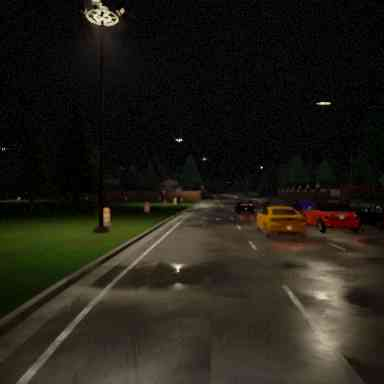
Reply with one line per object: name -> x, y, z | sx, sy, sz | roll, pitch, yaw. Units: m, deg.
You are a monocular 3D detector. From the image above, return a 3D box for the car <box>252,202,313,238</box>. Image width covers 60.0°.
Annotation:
car -> 4.674, 1.517, 17.941 | 1.882, 1.535, 5.008 | 0, 0, 3

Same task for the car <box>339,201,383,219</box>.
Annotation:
car -> 15.998, 1.654, 31.444 | 2.033, 1.411, 5.357 | 0, 0, 3

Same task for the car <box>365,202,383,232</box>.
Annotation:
car -> 11.850, 1.567, 20.687 | 2.128, 1.511, 4.902 | 0, 0, 3

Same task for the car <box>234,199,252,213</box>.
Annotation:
car -> 5.834, 1.556, 37.408 | 2.128, 1.511, 4.902 | 0, 0, 3

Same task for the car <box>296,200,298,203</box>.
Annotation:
car -> 12.907, 1.576, 38.427 | 1.882, 1.535, 5.008 | 0, 0, 3

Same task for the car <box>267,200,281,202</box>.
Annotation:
car -> 9.391, 1.607, 38.273 | 1.812, 1.442, 4.674 | 0, 0, 3

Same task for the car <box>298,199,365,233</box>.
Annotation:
car -> 8.322, 1.411, 20.305 | 2.097, 1.767, 4.553 | 0, 0, 3
